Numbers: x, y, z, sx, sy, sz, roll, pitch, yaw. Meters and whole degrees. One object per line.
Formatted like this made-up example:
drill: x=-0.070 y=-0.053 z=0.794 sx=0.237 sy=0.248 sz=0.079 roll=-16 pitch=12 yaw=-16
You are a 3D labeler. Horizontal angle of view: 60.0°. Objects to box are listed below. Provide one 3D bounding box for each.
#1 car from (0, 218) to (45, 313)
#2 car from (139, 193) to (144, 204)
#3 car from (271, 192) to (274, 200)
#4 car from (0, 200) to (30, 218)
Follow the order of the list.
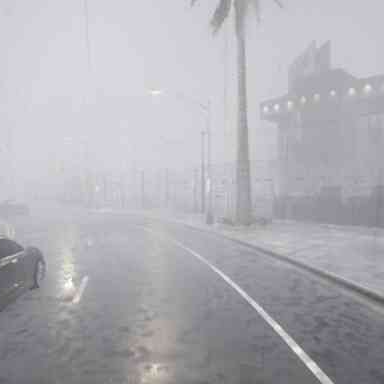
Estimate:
car: x=-4.177 y=1.502 z=6.054 sx=1.837 sy=1.490 sz=4.892 roll=0 pitch=0 yaw=-8
car: x=-8.286 y=1.018 z=53.158 sx=2.185 sy=1.767 sz=4.553 roll=-1 pitch=0 yaw=-45
car: x=11.608 y=1.053 z=49.244 sx=2.002 sy=1.452 sz=4.674 roll=-1 pitch=0 yaw=-45
car: x=-15.848 y=1.435 z=29.223 sx=1.882 sy=1.535 sz=5.008 roll=-1 pitch=0 yaw=-42
